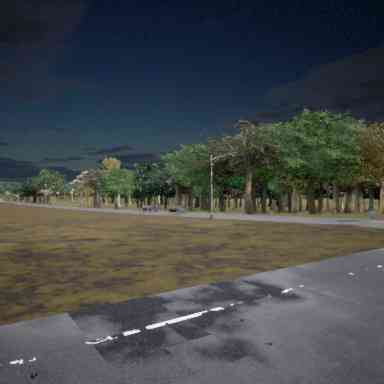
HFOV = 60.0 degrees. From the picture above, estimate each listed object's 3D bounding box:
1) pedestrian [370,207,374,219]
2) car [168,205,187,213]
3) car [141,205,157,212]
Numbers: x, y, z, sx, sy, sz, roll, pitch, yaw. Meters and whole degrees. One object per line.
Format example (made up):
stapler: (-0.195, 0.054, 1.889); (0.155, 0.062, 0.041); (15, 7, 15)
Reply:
pedestrian: (19.252, 2.203, 35.553); (0.375, 1.300, 0.375); (-2, 1, -33)
car: (-2.798, 3.212, 62.079); (2.128, 1.511, 4.902); (1, -2, -33)
car: (-9.263, 3.559, 71.755); (1.837, 1.490, 4.892); (1, -2, -33)
